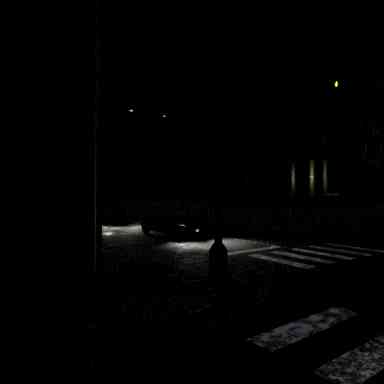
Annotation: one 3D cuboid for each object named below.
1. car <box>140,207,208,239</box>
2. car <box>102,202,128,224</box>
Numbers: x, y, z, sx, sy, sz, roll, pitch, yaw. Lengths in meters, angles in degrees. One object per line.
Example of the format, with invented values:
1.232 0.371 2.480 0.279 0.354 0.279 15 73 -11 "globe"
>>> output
-1.108 1.530 17.529 1.812 1.442 4.674 0 0 -36 "car"
-6.488 1.484 24.990 1.882 1.535 5.008 0 0 -36 "car"
